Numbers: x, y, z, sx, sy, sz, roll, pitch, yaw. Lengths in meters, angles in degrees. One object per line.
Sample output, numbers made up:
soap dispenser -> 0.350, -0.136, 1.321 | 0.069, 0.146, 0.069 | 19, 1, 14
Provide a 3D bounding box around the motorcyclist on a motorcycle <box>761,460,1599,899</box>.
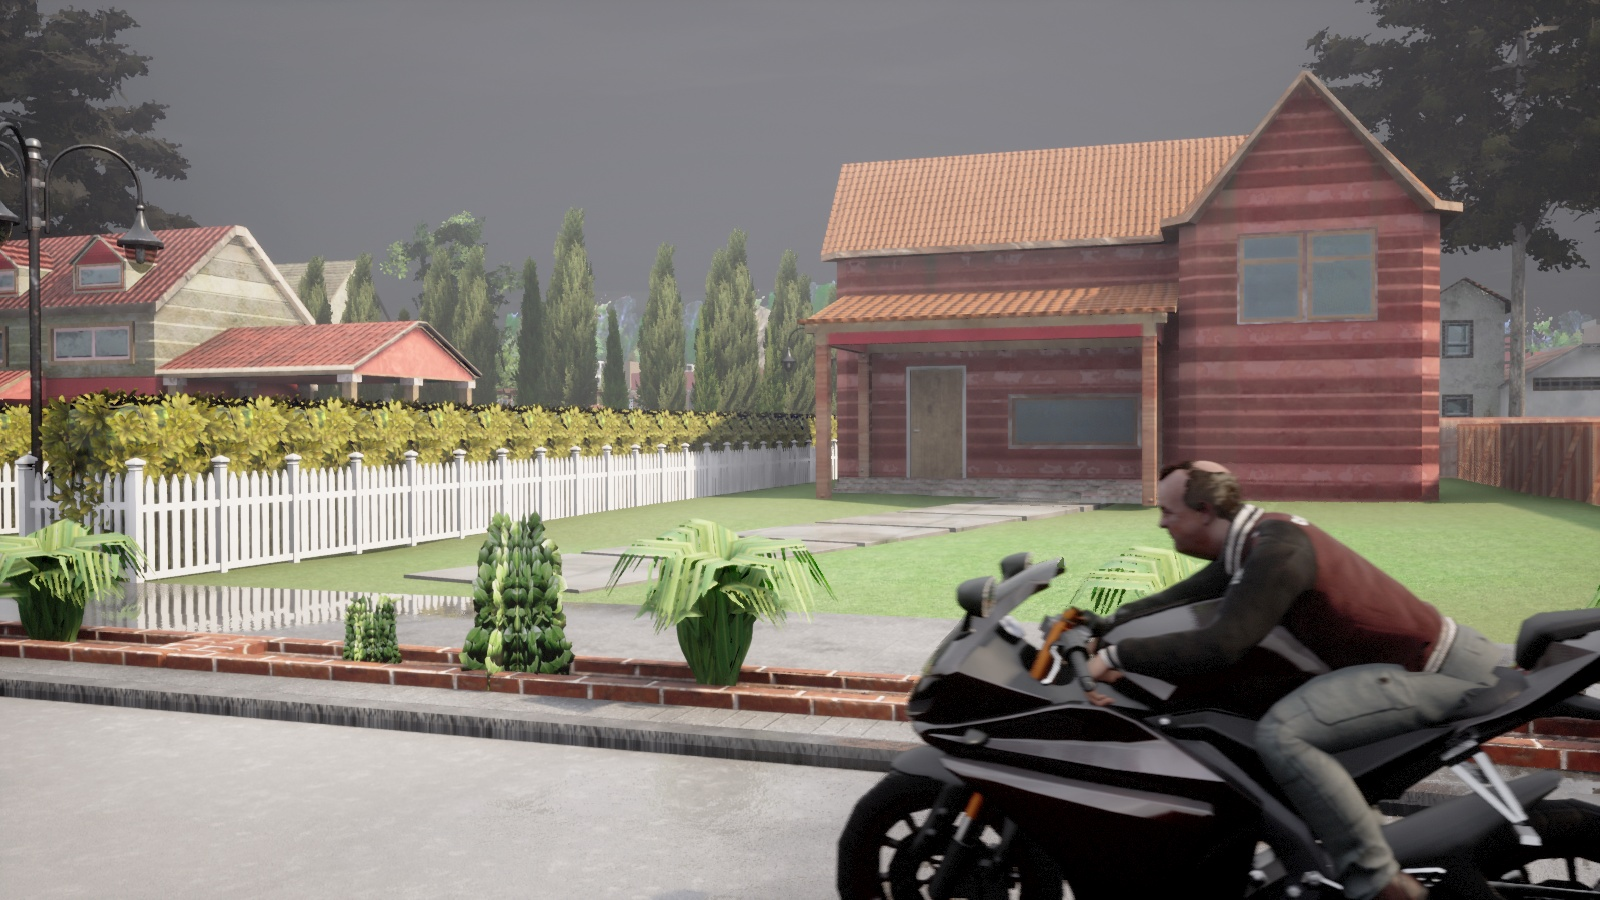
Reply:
motorcyclist on a motorcycle -> 1.076, 0.812, 3.359 | 2.191, 1.530, 0.866 | 1, 1, 19
